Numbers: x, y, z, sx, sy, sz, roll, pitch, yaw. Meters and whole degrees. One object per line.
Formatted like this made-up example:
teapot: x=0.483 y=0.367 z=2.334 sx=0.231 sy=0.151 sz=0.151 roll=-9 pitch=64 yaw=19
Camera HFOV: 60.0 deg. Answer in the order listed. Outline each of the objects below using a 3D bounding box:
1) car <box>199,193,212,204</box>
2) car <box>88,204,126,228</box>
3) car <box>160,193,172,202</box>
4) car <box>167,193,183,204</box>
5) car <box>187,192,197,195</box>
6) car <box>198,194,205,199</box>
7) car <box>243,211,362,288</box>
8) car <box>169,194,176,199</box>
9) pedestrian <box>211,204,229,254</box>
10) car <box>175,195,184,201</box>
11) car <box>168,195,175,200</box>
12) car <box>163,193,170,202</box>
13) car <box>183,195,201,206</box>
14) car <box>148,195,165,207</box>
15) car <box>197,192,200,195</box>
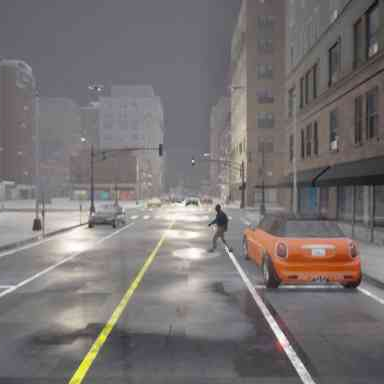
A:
car: x=2.620 y=1.319 z=59.675 sx=1.967 sy=1.590 sz=4.097 roll=0 pitch=0 yaw=0
car: x=-5.394 y=1.506 z=21.504 sx=2.008 sy=1.369 sz=4.403 roll=0 pitch=0 yaw=0
car: x=-5.408 y=1.172 z=70.997 sx=2.192 sy=1.841 sz=5.009 roll=0 pitch=0 yaw=0
car: x=-2.820 y=1.424 z=60.673 sx=2.033 sy=1.411 sz=5.357 roll=0 pitch=0 yaw=1
car: x=-0.026 y=1.049 z=88.468 sx=2.150 sy=2.045 sz=5.566 roll=0 pitch=0 yaw=0
car: x=2.610 y=1.364 z=93.647 sx=2.008 sy=1.369 sz=4.403 roll=0 pitch=0 yaw=0
car: x=2.747 y=1.331 z=9.351 sx=2.097 sy=1.767 sz=4.553 roll=0 pitch=0 yaw=0
car: x=-5.415 y=1.339 z=93.475 sx=1.752 sy=1.417 sz=4.829 roll=0 pitch=0 yaw=0
pedestrian: x=0.989 y=1.268 z=11.911 sx=0.375 sy=1.860 sz=0.375 roll=0 pitch=0 yaw=-8
car: x=-2.772 y=1.371 z=76.407 sx=1.812 sy=1.442 sz=4.674 roll=0 pitch=0 yaw=0
car: x=-5.413 y=1.406 z=87.983 sx=1.802 sy=1.307 sz=4.206 roll=0 pitch=0 yaw=0
car: x=-5.406 y=1.419 z=65.335 sx=2.008 sy=1.369 sz=4.403 roll=0 pitch=0 yaw=0
car: x=0.009 y=1.496 z=51.458 sx=1.895 sy=1.301 sz=4.718 roll=0 pitch=0 yaw=1
car: x=-5.401 y=1.427 z=48.179 sx=1.752 sy=1.417 sz=4.829 roll=0 pitch=0 yaw=0
car: x=2.619 y=1.183 z=65.337 sx=2.192 sy=1.841 sz=5.009 roll=0 pitch=0 yaw=0
